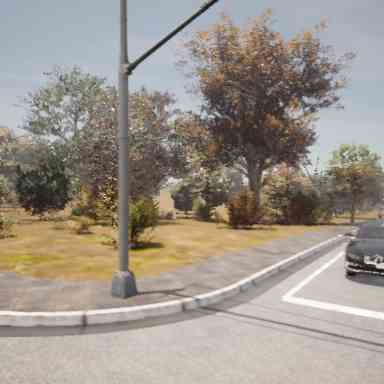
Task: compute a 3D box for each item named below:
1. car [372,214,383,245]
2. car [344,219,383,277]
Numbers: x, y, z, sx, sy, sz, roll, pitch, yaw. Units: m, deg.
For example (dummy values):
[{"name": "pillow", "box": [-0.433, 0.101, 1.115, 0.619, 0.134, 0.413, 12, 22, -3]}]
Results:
[{"name": "car", "box": [10.861, 1.944, 17.508, 1.994, 1.385, 4.181, 0, -2, 35]}, {"name": "car", "box": [5.920, 1.614, 10.096, 1.837, 1.490, 4.892, 0, -1, 34]}]
